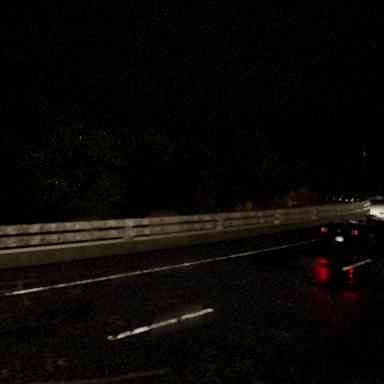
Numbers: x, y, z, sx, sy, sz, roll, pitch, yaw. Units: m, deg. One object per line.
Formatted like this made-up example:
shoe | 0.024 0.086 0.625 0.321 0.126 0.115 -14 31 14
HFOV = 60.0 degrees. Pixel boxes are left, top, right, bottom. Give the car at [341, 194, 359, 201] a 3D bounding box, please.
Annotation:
car | 40.098 1.370 85.274 2.097 1.767 4.553 0 0 2

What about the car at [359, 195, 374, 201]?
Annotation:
car | 43.593 1.534 85.096 2.128 1.511 4.902 0 0 2

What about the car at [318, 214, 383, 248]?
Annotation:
car | 7.622 1.629 15.058 4.718 1.301 1.895 0 0 -43
